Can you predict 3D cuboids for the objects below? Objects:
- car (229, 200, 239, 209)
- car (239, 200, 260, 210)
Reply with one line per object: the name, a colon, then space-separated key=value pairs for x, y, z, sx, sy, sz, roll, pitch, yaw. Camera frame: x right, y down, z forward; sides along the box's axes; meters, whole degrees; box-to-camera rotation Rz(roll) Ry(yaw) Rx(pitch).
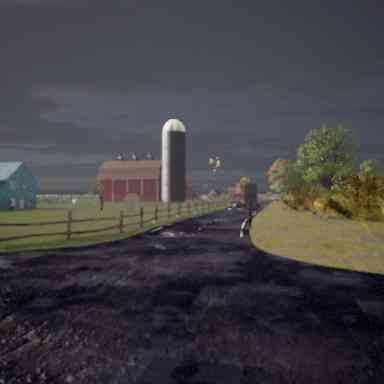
car: x=7.644 y=2.101 z=57.646 sx=2.128 sy=1.511 sz=4.902 roll=0 pitch=-1 yaw=14
car: x=9.262 y=2.056 z=52.918 sx=2.128 sy=1.511 sz=4.902 roll=0 pitch=-1 yaw=14
